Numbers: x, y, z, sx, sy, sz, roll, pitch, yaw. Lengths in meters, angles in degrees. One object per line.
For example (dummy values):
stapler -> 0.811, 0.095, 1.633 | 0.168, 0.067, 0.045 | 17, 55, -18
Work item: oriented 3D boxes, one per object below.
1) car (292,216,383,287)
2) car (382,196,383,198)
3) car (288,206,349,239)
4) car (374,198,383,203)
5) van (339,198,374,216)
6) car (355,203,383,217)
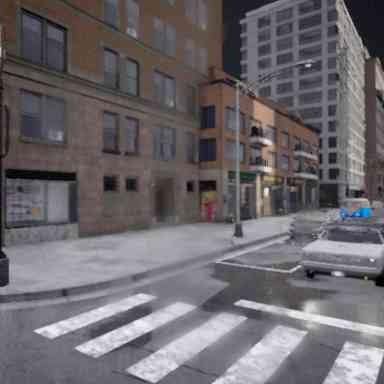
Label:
car -> 4.662, 1.620, 9.677 | 1.895, 1.301, 4.718 | -1, 0, 34
car -> 28.154, 1.377, 47.509 | 2.192, 1.841, 5.009 | 0, 0, 35
car -> 6.211, 1.593, 16.651 | 2.008, 1.369, 4.403 | 0, 0, 35
car -> 18.750, 1.596, 34.285 | 1.887, 1.381, 4.507 | 0, 0, 35
van -> 12.481, 1.387, 25.468 | 1.690, 1.788, 3.998 | 0, 0, 35
car -> 10.622, 1.570, 18.106 | 2.033, 1.411, 5.357 | -1, 0, 35
